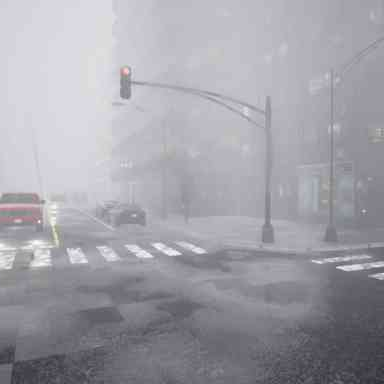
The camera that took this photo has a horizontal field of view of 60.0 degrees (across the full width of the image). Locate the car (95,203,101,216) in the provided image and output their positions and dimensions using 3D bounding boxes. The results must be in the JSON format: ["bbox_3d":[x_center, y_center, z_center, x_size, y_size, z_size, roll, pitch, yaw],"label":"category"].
[{"bbox_3d":[-6.423,1.290,25.880,1.802,1.307,4.206,1,0,-24],"label":"car"}]

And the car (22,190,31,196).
[{"bbox_3d":[-41.525,0.269,83.427,1.802,1.307,4.206,1,0,-24],"label":"car"}]

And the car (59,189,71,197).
[{"bbox_3d":[-29.287,0.229,76.672,2.192,1.841,5.009,1,0,-24],"label":"car"}]

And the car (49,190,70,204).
[{"bbox_3d":[-18.546,0.827,46.226,1.882,1.535,5.008,1,1,-24],"label":"car"}]

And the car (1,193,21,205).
[{"bbox_3d":[-23.228,0.886,42.792,1.947,1.339,4.313,1,0,-24],"label":"car"}]

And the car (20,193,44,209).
[{"bbox_3d":[-17.268,0.956,36.083,2.128,1.511,4.902,1,1,-24],"label":"car"}]

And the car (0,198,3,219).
[{"bbox_3d":[-14.079,1.184,22.475,1.887,1.381,4.507,1,0,-24],"label":"car"}]

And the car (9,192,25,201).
[{"bbox_3d":[-27.802,0.727,52.951,1.947,1.339,4.313,1,0,-24],"label":"car"}]

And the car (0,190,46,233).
[{"bbox_3d":[-9.308,0.966,18.117,2.150,2.045,5.566,1,1,-25],"label":"car"}]

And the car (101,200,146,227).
[{"bbox_3d":[-4.136,1.354,20.800,1.947,1.339,4.313,1,0,-24],"label":"car"}]

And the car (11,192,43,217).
[{"bbox_3d":[-13.195,0.960,26.872,2.097,1.767,4.553,1,1,-24],"label":"car"}]

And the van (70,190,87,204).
[{"bbox_3d":[-15.566,0.731,46.197,1.690,1.788,3.998,1,0,-24],"label":"van"}]
